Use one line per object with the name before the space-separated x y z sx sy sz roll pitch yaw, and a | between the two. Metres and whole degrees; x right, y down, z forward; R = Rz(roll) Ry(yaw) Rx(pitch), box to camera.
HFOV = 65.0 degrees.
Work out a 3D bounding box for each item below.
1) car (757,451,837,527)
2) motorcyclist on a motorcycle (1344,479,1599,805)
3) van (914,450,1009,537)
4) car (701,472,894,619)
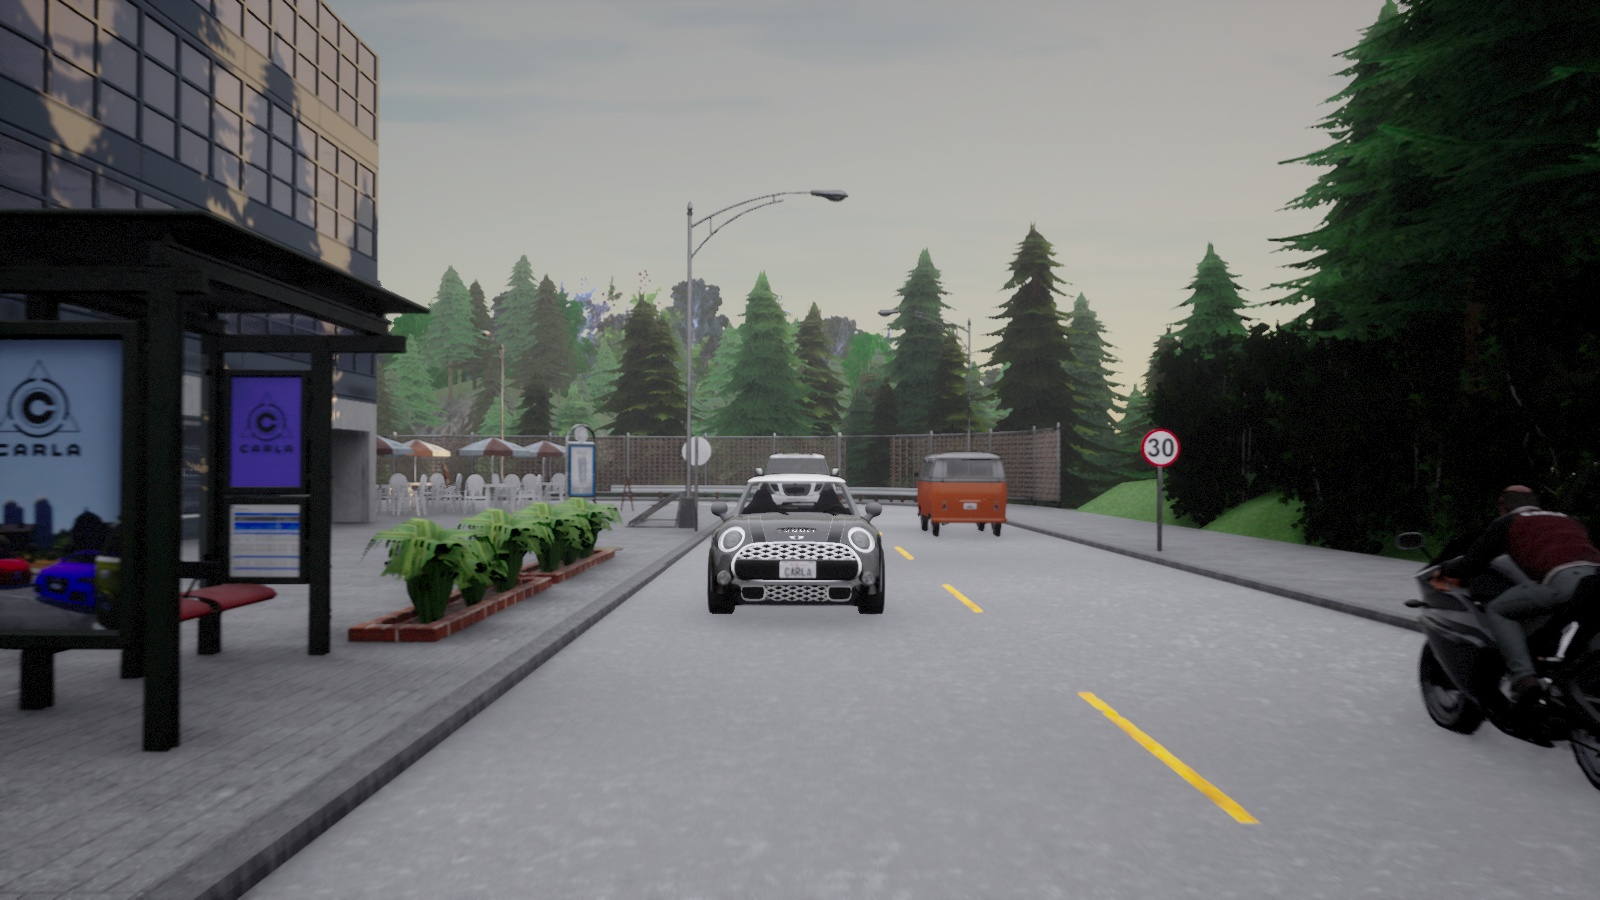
car | -0.073 1.101 36.893 2.150 2.045 5.566 0 -1 0
motorcyclist on a motorcycle | 3.983 0.941 7.078 0.866 1.530 2.191 0 -1 0
van | 3.924 1.030 31.149 1.775 1.987 4.442 0 -1 0
car | -0.034 1.005 14.719 1.970 1.475 3.806 0 -1 0
